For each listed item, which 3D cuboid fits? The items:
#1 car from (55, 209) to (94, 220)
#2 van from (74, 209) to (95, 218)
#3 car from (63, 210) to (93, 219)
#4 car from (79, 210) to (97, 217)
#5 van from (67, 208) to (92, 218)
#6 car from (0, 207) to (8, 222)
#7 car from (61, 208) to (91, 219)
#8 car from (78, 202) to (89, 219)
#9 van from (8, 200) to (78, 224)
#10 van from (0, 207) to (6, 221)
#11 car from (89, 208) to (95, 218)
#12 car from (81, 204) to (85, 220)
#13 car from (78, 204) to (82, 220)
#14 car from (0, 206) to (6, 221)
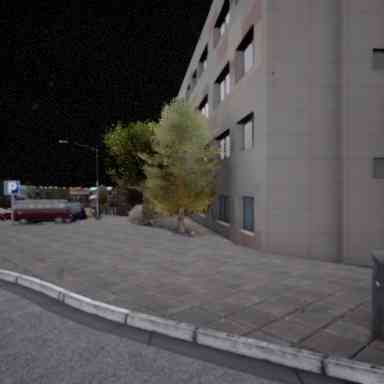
[{"bbox_3d":[-17.862,3.398,50.792,5.366,1.575,1.946,0,-4,-14],"label":"car"},{"bbox_3d":[-24.152,4.778,75.097,4.442,1.987,1.878,0,-4,-14],"label":"van"},{"bbox_3d":[-20.121,3.936,58.847,4.892,1.521,2.231,0,-4,-14],"label":"car"},{"bbox_3d":[-27.688,5.769,88.574,4.553,1.767,2.185,0,-4,-14],"label":"car"},{"bbox_3d":[-21.614,4.066,64.236,4.442,1.987,1.878,0,-4,-14],"label":"van"},{"bbox_3d":[-23.562,2.890,41.117,1.882,1.535,5.008,0,-3,-14],"label":"car"},{"bbox_3d":[-19.457,3.632,56.149,4.553,1.767,2.185,0,-4,-14],"label":"car"},{"bbox_3d":[-13.926,2.082,34.549,5.566,2.045,2.435,0,-4,-14],"label":"car"},{"bbox_3d":[-11.717,1.642,26.500,4.442,1.987,1.878,0,-3,-14],"label":"van"},{"bbox_3d":[-30.725,3.335,50.105,4.442,1.987,1.878,0,-4,-14],"label":"van"},{"bbox_3d":[-16.480,3.042,45.390,5.366,1.575,1.946,0,-4,-14],"label":"car"},{"bbox_3d":[-13.219,2.162,31.896,5.008,1.535,2.097,0,-4,-15],"label":"car"},{"bbox_3d":[-12.488,2.032,29.163,4.792,1.488,2.163,0,-3,-14],"label":"car"},{"bbox_3d":[-29.950,3.132,47.430,5.566,2.045,2.435,0,-4,-14],"label":"car"}]
